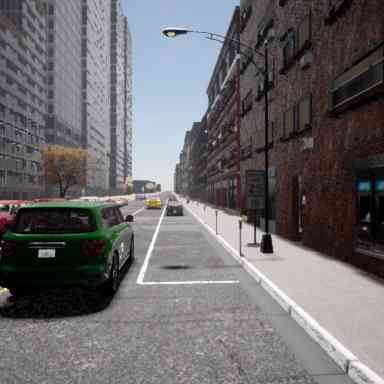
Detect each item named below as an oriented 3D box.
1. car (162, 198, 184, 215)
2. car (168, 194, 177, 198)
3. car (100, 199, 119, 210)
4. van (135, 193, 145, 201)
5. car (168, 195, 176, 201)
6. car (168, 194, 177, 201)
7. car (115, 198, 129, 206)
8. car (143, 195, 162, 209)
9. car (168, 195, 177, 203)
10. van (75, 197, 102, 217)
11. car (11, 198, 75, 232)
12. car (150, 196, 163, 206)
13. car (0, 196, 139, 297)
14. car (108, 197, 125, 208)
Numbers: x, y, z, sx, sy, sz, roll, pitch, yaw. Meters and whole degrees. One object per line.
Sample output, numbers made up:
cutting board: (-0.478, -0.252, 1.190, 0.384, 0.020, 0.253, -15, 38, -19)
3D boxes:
car: (-1.748, 1.582, 33.301, 2.008, 1.369, 4.403, 0, 0, -4)
car: (-3.947, 1.473, 67.113, 1.967, 1.590, 4.097, 1, 0, -4)
car: (-10.843, 1.621, 44.007, 1.802, 1.307, 4.206, 0, 0, -4)
van: (-13.407, 1.369, 83.448, 1.690, 1.788, 3.998, 1, 0, -4)
car: (-5.414, 1.564, 89.651, 1.887, 1.381, 4.507, 1, 0, -4)
car: (-5.045, 1.340, 84.014, 2.192, 1.841, 5.009, 1, 0, -4)
car: (-11.576, 1.621, 55.276, 1.802, 1.307, 4.206, 1, 0, -4)
car: (-5.141, 1.514, 45.181, 1.882, 1.535, 5.008, 0, 0, -3)
car: (-4.313, 1.471, 72.746, 1.967, 1.590, 4.097, 1, 0, -4)
van: (-10.107, 1.375, 32.738, 1.690, 1.788, 3.998, 0, 0, -4)
car: (-9.374, 1.341, 21.469, 2.192, 1.841, 5.009, 0, 0, -4)
car: (-5.836, 1.514, 55.369, 1.882, 1.535, 5.008, 0, 0, -3)
car: (-2.857, 1.231, 8.822, 2.150, 2.045, 5.566, 0, 0, -4)
car: (-11.198, 1.564, 49.472, 1.752, 1.417, 4.829, 1, 0, -4)
